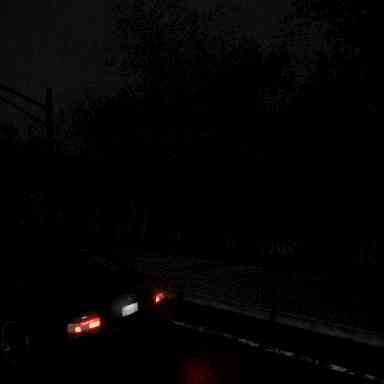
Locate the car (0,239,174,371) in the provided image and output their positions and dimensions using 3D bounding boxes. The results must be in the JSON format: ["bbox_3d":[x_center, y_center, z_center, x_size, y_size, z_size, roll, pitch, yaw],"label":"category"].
[{"bbox_3d":[-2.834,1.547,5.712,5.357,1.411,2.033,0,0,36],"label":"car"}]
